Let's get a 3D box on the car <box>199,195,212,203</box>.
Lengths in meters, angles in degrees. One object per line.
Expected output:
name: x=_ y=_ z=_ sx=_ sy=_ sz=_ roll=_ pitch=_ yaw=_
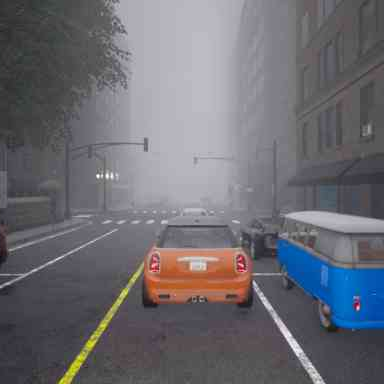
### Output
car: x=2.872 y=1.408 z=66.579 sx=1.967 sy=1.590 sz=4.097 roll=0 pitch=0 yaw=0

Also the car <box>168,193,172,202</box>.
car: x=-5.652 y=1.512 z=66.545 sx=1.887 sy=1.381 sz=4.507 roll=0 pitch=0 yaw=0

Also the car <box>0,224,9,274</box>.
car: x=-5.667 y=1.314 z=6.504 sx=2.192 sy=1.841 sz=5.009 roll=0 pitch=0 yaw=0

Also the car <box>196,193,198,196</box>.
car: x=2.880 y=1.503 z=93.991 sx=1.752 sy=1.417 sz=4.829 roll=0 pitch=0 yaw=0

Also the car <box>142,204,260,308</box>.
car: x=0.104 y=1.351 z=8.096 sx=2.097 sy=1.767 sz=4.553 roll=0 pitch=0 yaw=0

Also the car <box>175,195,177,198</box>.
car: x=-5.649 y=1.287 z=82.897 sx=2.192 sy=1.841 sz=5.009 roll=0 pitch=0 yaw=0

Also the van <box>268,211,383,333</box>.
van: x=2.858 y=1.340 z=6.542 sx=1.690 sy=1.788 sz=3.998 roll=0 pitch=0 yaw=0

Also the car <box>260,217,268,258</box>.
car: x=2.859 y=1.563 z=12.202 sx=1.947 sy=1.339 sz=4.313 roll=0 pitch=0 yaw=0

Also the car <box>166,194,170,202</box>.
car: x=-5.653 y=1.512 z=61.094 sx=1.887 sy=1.381 sz=4.507 roll=0 pitch=0 yaw=0

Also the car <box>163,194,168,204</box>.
car: x=-5.655 y=1.520 z=55.643 sx=2.008 sy=1.369 sz=4.403 roll=0 pitch=0 yaw=0

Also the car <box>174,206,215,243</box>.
car: x=0.106 y=1.520 z=17.097 sx=1.812 sy=1.442 sz=4.674 roll=0 pitch=0 yaw=0

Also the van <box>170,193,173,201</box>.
van: x=-5.651 y=1.309 z=71.996 sx=1.690 sy=1.788 sz=3.998 roll=0 pitch=0 yaw=0

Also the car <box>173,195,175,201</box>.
car: x=-5.649 y=1.520 z=77.446 sx=2.008 sy=1.369 sz=4.403 roll=0 pitch=0 yaw=0

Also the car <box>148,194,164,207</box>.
car: x=-5.656 y=1.496 z=50.023 sx=1.752 sy=1.417 sz=4.829 roll=0 pitch=0 yaw=0
